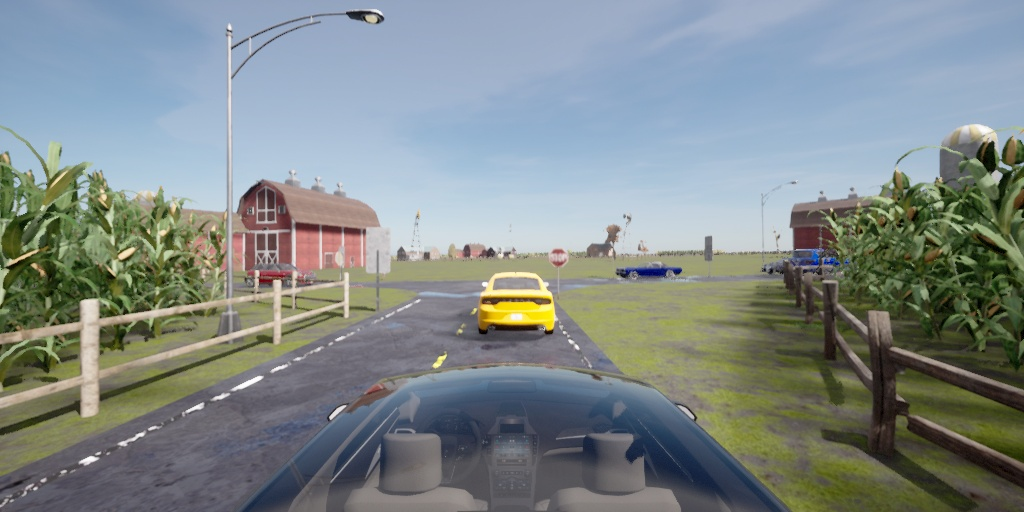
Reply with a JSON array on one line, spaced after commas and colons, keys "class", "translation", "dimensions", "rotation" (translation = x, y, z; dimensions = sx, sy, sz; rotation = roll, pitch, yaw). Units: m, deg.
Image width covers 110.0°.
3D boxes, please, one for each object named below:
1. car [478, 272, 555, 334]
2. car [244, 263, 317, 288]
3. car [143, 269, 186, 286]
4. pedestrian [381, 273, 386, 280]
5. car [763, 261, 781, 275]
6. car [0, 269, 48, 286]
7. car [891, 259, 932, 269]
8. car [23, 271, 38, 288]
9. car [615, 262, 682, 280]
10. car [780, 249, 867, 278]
[{"class": "car", "translation": [0.107, 1.212, 10.549], "dimensions": [1.882, 1.535, 5.008], "rotation": [0, 0, 0]}, {"class": "car", "translation": [-16.536, 1.296, 25.824], "dimensions": [4.553, 1.767, 2.097], "rotation": [-1, 0, 6]}, {"class": "car", "translation": [-26.655, 1.658, 26.978], "dimensions": [5.357, 1.411, 2.033], "rotation": [-1, -1, 8]}, {"class": "pedestrian", "translation": [-11.165, 1.565, 31.292], "dimensions": [0.500, 1.100, 0.500], "rotation": [0, 1, 4]}, {"class": "car", "translation": [22.980, 0.794, 29.046], "dimensions": [4.902, 1.511, 2.128], "rotation": [-1, 0, -6]}, {"class": "car", "translation": [-46.677, 1.988, 33.828], "dimensions": [4.674, 1.442, 1.812], "rotation": [-1, -1, 15]}, {"class": "car", "translation": [33.549, 0.606, 30.446], "dimensions": [4.902, 1.511, 2.128], "rotation": [-1, 0, -9]}, {"class": "car", "translation": [-38.899, 1.787, 29.107], "dimensions": [5.008, 1.535, 1.882], "rotation": [-1, -1, 12]}, {"class": "car", "translation": [10.543, 1.116, 27.957], "dimensions": [4.718, 1.301, 1.895], "rotation": [-1, 0, -6]}, {"class": "car", "translation": [23.237, 0.503, 26.098], "dimensions": [5.566, 2.045, 2.150], "rotation": [-1, 0, -5]}]
